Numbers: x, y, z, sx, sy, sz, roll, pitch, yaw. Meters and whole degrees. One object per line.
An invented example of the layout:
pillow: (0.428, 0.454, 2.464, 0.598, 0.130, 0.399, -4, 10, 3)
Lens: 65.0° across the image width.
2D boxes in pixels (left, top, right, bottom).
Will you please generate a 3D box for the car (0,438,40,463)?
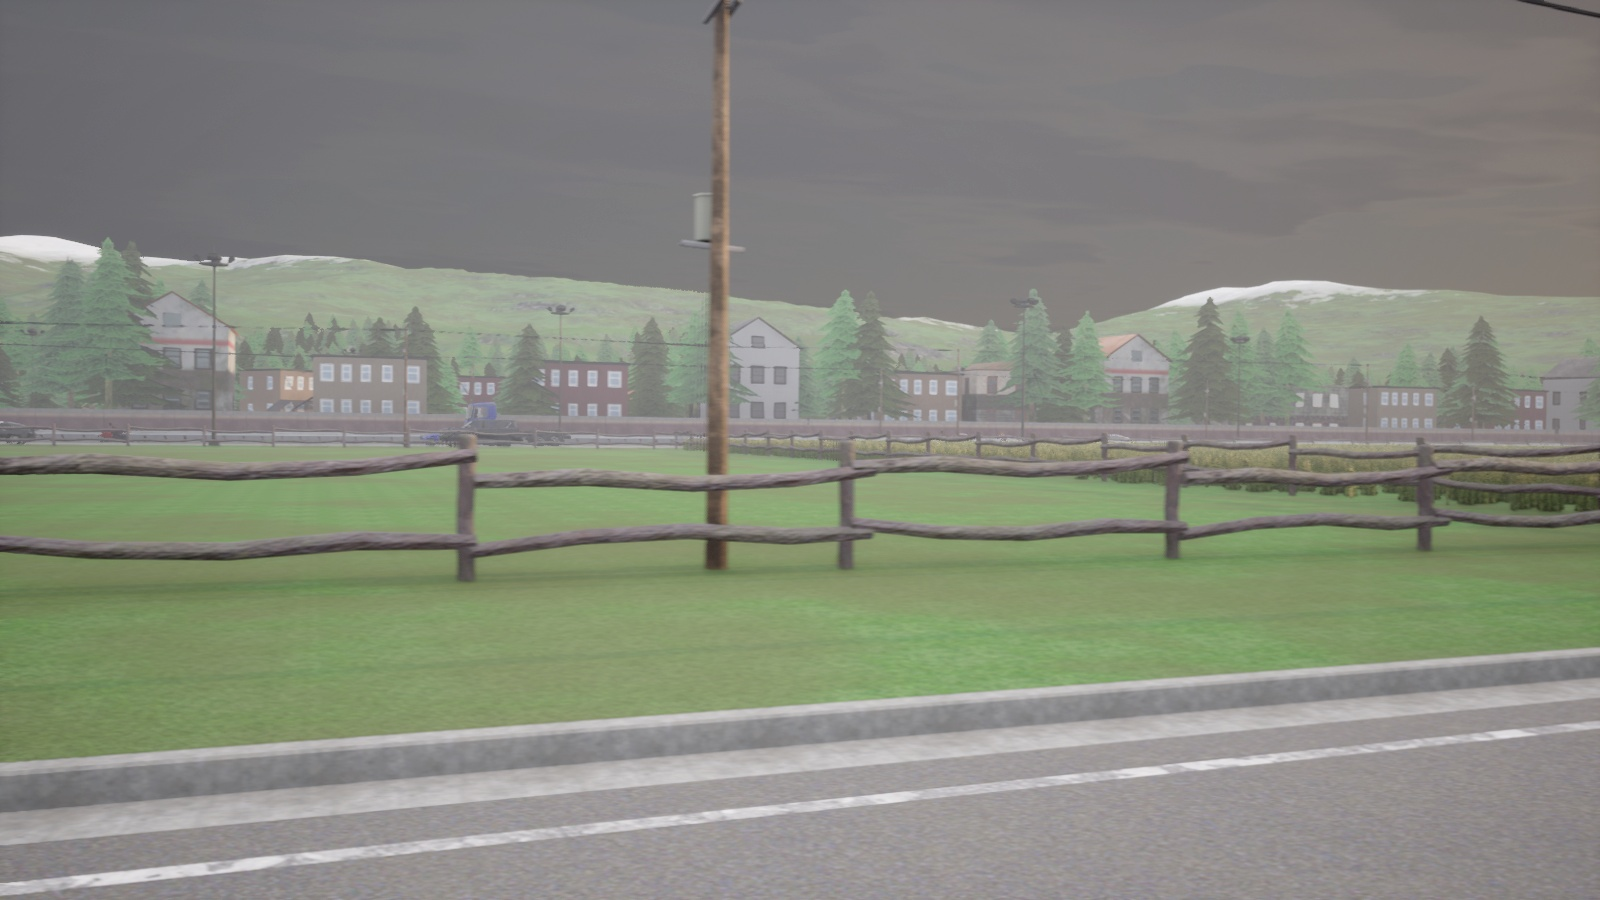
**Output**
car: (-51.391, 0.057, 79.853, 4.892, 1.490, 1.837, -2, 1, -21)

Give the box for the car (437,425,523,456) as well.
car: (-22.192, -0.660, 87.046, 5.566, 2.045, 2.150, -1, 1, -21)

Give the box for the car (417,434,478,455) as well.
car: (-26.111, -0.421, 93.056, 4.193, 1.474, 1.816, -1, 1, -21)
